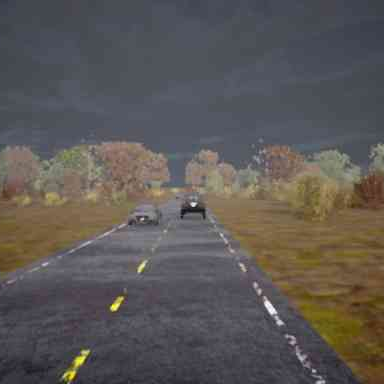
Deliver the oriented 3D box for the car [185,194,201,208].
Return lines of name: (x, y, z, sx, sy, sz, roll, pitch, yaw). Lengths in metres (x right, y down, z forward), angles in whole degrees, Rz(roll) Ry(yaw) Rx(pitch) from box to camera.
car: (0.112, 1.195, 45.639, 2.097, 1.767, 4.553, 0, 0, 0)

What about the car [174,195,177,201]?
car: (-2.979, 1.251, 76.836, 2.033, 1.411, 5.357, 0, 0, 0)

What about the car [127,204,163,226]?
car: (-3.091, 1.491, 22.680, 1.994, 1.385, 4.181, 0, 0, 0)

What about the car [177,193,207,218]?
car: (0.113, 1.127, 29.373, 2.150, 2.045, 5.566, 0, 0, 0)
